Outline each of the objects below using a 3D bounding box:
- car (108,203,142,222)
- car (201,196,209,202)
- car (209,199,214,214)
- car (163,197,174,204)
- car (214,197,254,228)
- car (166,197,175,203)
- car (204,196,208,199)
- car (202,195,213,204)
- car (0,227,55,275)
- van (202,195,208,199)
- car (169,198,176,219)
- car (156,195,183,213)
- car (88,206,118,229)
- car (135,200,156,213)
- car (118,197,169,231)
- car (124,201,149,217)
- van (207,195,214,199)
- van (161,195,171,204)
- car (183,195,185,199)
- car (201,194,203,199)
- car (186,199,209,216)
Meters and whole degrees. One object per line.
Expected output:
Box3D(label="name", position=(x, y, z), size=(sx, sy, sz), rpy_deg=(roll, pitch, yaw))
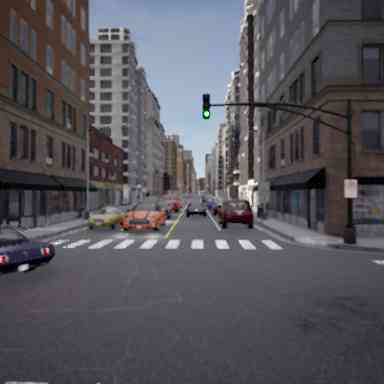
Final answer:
Box3D(label="car", position=(-5.577, 1.683, 28.288), size=(1.947, 1.339, 4.313), rpy_deg=(0, 0, 1))
Box3D(label="car", position=(3.528, 1.763, 90.397), size=(1.967, 1.590, 4.097), rpy_deg=(0, 0, 1))
Box3D(label="car", position=(3.001, 1.663, 33.838), size=(1.887, 1.381, 4.507), rpy_deg=(0, 0, 1))
Box3D(label="car", position=(-5.153, 1.807, 73.525), size=(1.887, 1.381, 4.507), rpy_deg=(0, 0, 1))
Box3D(label="car", position=(2.895, 1.394, 22.526), size=(2.192, 1.841, 5.009), rpy_deg=(0, 0, 1))
Box3D(label="car", position=(-5.101, 1.865, 79.179), size=(1.802, 1.307, 4.206), rpy_deg=(0, 0, 1))
Box3D(label="car", position=(3.162, 1.700, 50.977), size=(1.752, 1.417, 4.829), rpy_deg=(0, 0, 1))
Box3D(label="car", position=(3.371, 1.559, 73.434), size=(2.192, 1.841, 5.009), rpy_deg=(0, 0, 1))
Box3D(label="car", position=(-6.267, 1.636, 9.406), size=(4.718, 1.301, 1.895), rpy_deg=(0, 0, 26))
Box3D(label="van", position=(3.266, 1.551, 62.120), size=(1.690, 1.788, 3.998), rpy_deg=(0, 0, 1))
Box3D(label="car", position=(-2.788, 1.623, 30.404), size=(1.837, 1.490, 4.892), rpy_deg=(0, 0, 1))
Box3D(label="car", position=(-2.666, 1.373, 40.261), size=(2.150, 2.045, 5.566), rpy_deg=(0, 0, 2))
Box3D(label="car", position=(-5.632, 1.622, 22.463), size=(1.752, 1.417, 4.829), rpy_deg=(0, 0, 1))
Box3D(label="car", position=(-5.473, 1.681, 39.427), size=(1.752, 1.417, 4.829), rpy_deg=(0, 0, 1))
Box3D(label="car", position=(-2.935, 1.438, 21.240), size=(2.097, 1.767, 4.553), rpy_deg=(0, 0, 2))
Box3D(label="car", position=(-5.525, 1.661, 33.772), size=(1.752, 1.417, 4.829), rpy_deg=(0, 0, 1))
Box3D(label="van", position=(3.054, 1.479, 39.496), size=(1.690, 1.788, 3.998), rpy_deg=(0, 0, 1))
Box3D(label="van", position=(-5.206, 1.586, 67.871), size=(1.690, 1.788, 3.998), rpy_deg=(0, 0, 1))
Box3D(label="car", position=(-2.529, 1.536, 50.098), size=(2.097, 1.767, 4.553), rpy_deg=(0, 0, 1))
Box3D(label="car", position=(3.319, 1.542, 67.777), size=(2.192, 1.841, 5.009), rpy_deg=(0, 0, 1))
Box3D(label="car", position=(0.432, 1.688, 33.845), size=(1.994, 1.385, 4.181), rpy_deg=(0, 0, 1))
